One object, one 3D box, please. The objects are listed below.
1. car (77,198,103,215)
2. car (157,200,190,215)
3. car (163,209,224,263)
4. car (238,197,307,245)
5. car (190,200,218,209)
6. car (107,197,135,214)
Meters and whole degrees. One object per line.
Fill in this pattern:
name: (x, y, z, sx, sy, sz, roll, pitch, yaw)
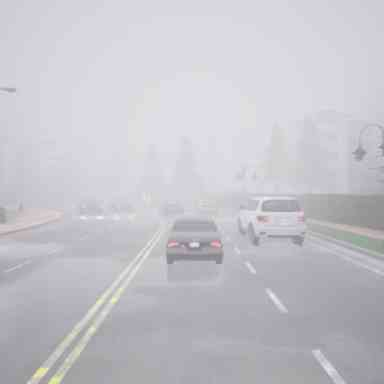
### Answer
car: (-10.309, 1.372, 33.538, 2.097, 1.767, 4.553, 0, 0, -24)
car: (-2.121, 1.510, 31.857, 2.128, 1.511, 4.902, 0, 0, -16)
car: (0.082, 1.555, 11.968, 2.033, 1.411, 5.357, 0, 0, 0)
car: (3.560, 1.230, 15.681, 2.150, 2.045, 5.566, 0, 0, -1)
car: (1.064, 1.497, 33.367, 1.882, 1.535, 5.008, 0, 0, -16)
car: (-7.811, 1.374, 36.493, 2.097, 1.767, 4.553, 0, 0, -26)
